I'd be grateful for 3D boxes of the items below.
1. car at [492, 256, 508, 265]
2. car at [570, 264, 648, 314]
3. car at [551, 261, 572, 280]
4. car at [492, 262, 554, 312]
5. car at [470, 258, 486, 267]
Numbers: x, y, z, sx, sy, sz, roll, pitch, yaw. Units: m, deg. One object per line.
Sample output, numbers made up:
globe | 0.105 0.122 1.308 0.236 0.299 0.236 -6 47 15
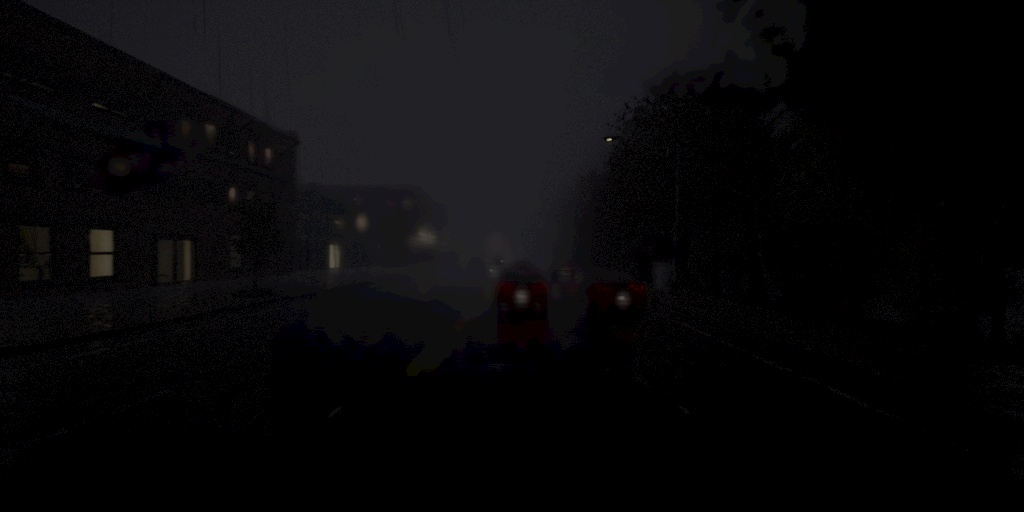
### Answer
car | -1.715 0.810 52.361 2.097 1.767 4.553 1 0 2
car | 3.649 1.224 13.907 1.882 1.535 5.008 1 0 2
car | 4.184 1.164 29.833 2.128 1.511 4.902 1 0 2
car | 0.402 1.170 14.043 1.882 1.535 5.008 1 0 2
car | -4.945 0.965 53.016 1.994 1.385 4.181 1 0 2
